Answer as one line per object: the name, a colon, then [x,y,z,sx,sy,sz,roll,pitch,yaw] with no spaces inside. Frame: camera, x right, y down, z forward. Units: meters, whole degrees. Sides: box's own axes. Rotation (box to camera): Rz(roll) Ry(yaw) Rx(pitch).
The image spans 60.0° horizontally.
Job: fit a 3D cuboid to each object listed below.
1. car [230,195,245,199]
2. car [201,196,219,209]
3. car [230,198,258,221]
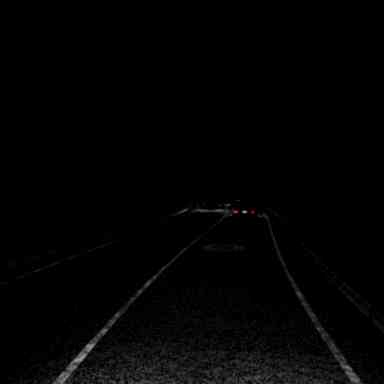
car: [5.950,1.188,42.631,2.128,1.511,4.902,0,1,2]
car: [2.156,1.206,39.873,1.882,1.535,5.008,0,1,3]
car: [4.142,1.439,25.962,2.033,1.411,5.357,0,0,10]
